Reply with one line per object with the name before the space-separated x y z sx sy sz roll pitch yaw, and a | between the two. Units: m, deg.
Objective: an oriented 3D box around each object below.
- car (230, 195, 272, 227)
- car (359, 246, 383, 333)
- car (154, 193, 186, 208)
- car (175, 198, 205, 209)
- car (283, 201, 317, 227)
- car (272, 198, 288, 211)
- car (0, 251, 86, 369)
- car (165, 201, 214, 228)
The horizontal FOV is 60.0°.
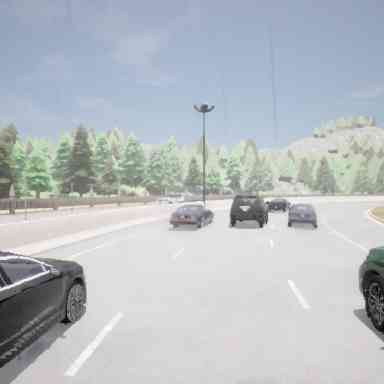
car | 4.097 1.220 23.266 2.150 2.045 5.566 0 0 17
car | 3.897 1.221 3.552 2.150 2.045 5.566 0 0 4
car | -3.247 1.221 50.748 2.150 2.045 5.566 0 0 30
car | -0.174 1.606 49.073 2.033 1.411 5.357 0 0 30
car | 7.660 1.547 23.068 2.033 1.411 5.357 0 0 18
car | 10.229 1.478 38.336 1.882 1.535 5.008 0 0 27
car | -3.002 1.492 4.305 2.128 1.511 4.902 0 0 4
car | 0.119 1.548 22.187 2.033 1.411 5.357 0 0 16
